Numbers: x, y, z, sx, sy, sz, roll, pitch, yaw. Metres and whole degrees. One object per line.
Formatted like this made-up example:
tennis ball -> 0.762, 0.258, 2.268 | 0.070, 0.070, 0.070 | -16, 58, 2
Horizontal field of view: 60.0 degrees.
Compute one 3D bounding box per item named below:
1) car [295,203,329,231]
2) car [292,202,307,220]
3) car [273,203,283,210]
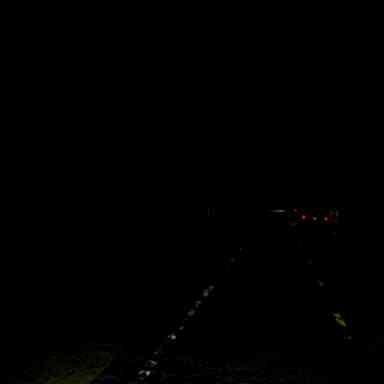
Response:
car -> 9.745, 2.063, 26.928 | 2.097, 1.767, 4.553 | 2, -1, 15
car -> 12.631, 2.176, 37.934 | 2.150, 2.045, 5.566 | 2, 0, 16
car -> 17.963, 3.051, 69.381 | 2.033, 1.411, 5.357 | 2, -1, 15
